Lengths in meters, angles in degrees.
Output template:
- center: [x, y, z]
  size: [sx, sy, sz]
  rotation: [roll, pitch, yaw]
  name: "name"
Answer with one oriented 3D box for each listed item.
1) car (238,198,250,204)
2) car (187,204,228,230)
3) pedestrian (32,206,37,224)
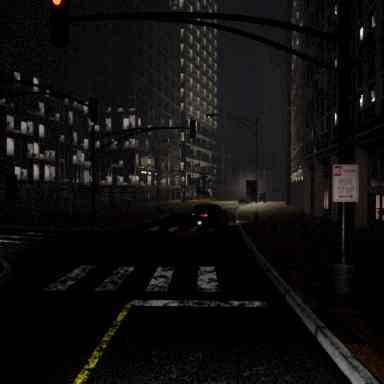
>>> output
- center: [10.896, 1.865, 68.989]
  size: [1.895, 1.301, 4.718]
  rotation: [0, 0, 18]
  name: "car"
- center: [1.084, 1.524, 21.524]
  size: [1.837, 1.490, 4.892]
  rotation: [3, 0, 16]
  name: "car"
- center: [-9.376, 1.345, 19.873]
  size: [0.500, 1.100, 0.500]
  rotation: [0, 0, 17]
  name: "pedestrian"
